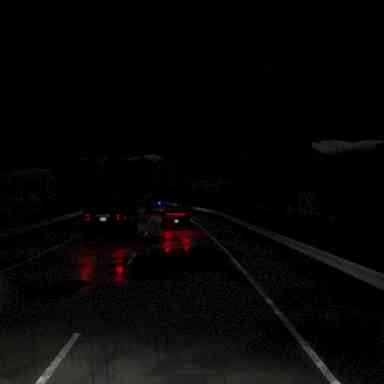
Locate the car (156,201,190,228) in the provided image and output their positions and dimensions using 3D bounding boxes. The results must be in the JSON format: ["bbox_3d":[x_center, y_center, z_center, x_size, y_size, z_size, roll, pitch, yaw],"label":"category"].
[{"bbox_3d":[-1.224,1.627,23.192,2.128,1.511,4.902,0,0,-6],"label":"car"}]

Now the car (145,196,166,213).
[{"bbox_3d":[-4.394,1.459,40.832,2.150,2.045,5.566,0,-1,-14],"label":"car"}]

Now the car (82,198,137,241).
[{"bbox_3d":[-4.186,1.328,17.563,2.150,2.045,5.566,0,0,-4],"label":"car"}]
